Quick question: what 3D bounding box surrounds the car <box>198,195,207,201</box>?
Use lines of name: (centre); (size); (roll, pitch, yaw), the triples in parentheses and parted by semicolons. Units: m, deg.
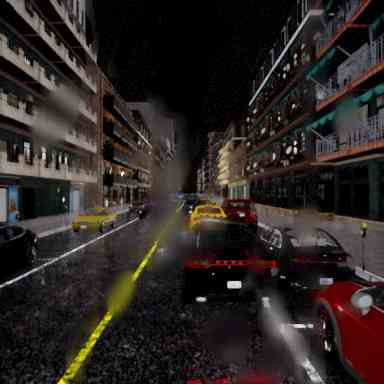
car: (2.556, 1.516, 82.097); (1.887, 1.381, 4.507); (0, 0, 0)

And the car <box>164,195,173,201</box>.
car: (-5.824, 1.516, 82.088); (1.887, 1.381, 4.507); (0, 0, 0)

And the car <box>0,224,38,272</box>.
car: (-5.704, 1.565, 8.813); (1.947, 1.339, 4.313); (0, 0, 0)

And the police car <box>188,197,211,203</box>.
police car: (0.860, 1.421, 24.428); (1.930, 1.638, 5.238); (0, 0, 0)

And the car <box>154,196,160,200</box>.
car: (-5.758, 1.305, 42.633); (2.192, 1.841, 5.009); (0, 0, 0)

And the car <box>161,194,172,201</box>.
car: (-5.805, 1.293, 70.815); (2.192, 1.841, 5.009); (0, 0, 0)

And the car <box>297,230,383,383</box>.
car: (2.687, 1.440, 3.189); (1.967, 1.590, 4.097); (0, 0, 0)

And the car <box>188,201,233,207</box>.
car: (0.870, 1.475, 18.318); (1.882, 1.535, 5.008); (0, 0, 0)

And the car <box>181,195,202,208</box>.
car: (-0.060, 1.481, 45.406); (2.128, 1.511, 4.902); (0, 0, 0)

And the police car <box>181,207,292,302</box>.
police car: (0.749, 1.423, 8.434); (1.930, 1.638, 5.238); (0, 0, 0)

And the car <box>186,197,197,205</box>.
car: (-0.098, 1.547, 58.868); (1.994, 1.385, 4.181); (0, 0, 0)

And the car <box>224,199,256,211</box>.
car: (2.660, 1.312, 20.097); (2.192, 1.841, 5.009); (0, 0, 0)

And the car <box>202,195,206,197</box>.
car: (2.574, 1.503, 70.995); (1.752, 1.417, 4.829); (0, 0, 0)

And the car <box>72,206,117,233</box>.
car: (-5.722, 1.523, 19.917); (1.752, 1.417, 4.829); (0, 0, 0)

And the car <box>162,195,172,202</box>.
car: (-5.815, 1.415, 76.451); (1.967, 1.590, 4.097); (0, 0, 0)

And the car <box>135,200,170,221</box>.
car: (-3.146, 1.596, 27.183); (1.895, 1.301, 4.718); (0, 0, 0)

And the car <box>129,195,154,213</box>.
car: (-5.750, 1.432, 36.997); (1.967, 1.590, 4.097); (0, 0, 0)

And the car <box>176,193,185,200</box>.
car: (-3.149, 1.190, 90.537); (2.150, 2.045, 5.566); (0, 0, 0)

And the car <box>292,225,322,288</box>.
car: (2.678, 1.550, 8.824); (2.008, 1.369, 4.403); (0, 0, 0)

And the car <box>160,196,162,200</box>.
car: (-5.769, 1.570, 48.270); (1.802, 1.307, 4.206); (0, 0, 0)
